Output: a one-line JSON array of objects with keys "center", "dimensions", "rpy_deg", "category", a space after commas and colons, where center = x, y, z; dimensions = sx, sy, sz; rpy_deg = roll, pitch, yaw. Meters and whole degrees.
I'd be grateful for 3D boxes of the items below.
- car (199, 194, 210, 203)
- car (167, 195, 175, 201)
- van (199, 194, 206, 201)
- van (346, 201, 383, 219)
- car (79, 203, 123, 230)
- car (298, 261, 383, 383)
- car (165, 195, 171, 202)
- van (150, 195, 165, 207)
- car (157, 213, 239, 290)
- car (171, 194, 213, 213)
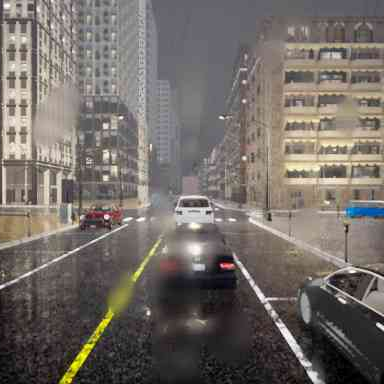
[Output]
[{"center": [2.643, 1.401, 70.255], "dimensions": [2.192, 1.841, 5.009], "rpy_deg": [0, 0, 0], "category": "car"}, {"center": [-5.753, 1.564, 92.451], "dimensions": [1.967, 1.590, 4.097], "rpy_deg": [0, 0, 0], "category": "car"}, {"center": [2.631, 1.455, 86.907], "dimensions": [1.690, 1.788, 3.998], "rpy_deg": [0, 0, 0], "category": "van"}, {"center": [16.909, 1.735, 31.869], "dimensions": [3.998, 1.788, 1.690], "rpy_deg": [1, -1, 0], "category": "van"}, {"center": [-5.705, 1.460, 21.121], "dimensions": [1.967, 1.590, 4.097], "rpy_deg": [0, 0, 0], "category": "car"}, {"center": [2.688, 1.554, 4.180], "dimensions": [2.008, 1.369, 4.403], "rpy_deg": [0, 0, 0], "category": "car"}, {"center": [-5.741, 1.620, 75.629], "dimensions": [1.752, 1.417, 4.829], "rpy_deg": [0, 0, 0], "category": "car"}, {"center": [-5.726, 1.401, 53.595], "dimensions": [1.690, 1.788, 3.998], "rpy_deg": [0, 0, 0], "category": "van"}, {"center": [0.097, 1.556, 9.205], "dimensions": [2.033, 1.411, 5.357], "rpy_deg": [0, 0, 0], "category": "car"}, {"center": [0.092, 1.243, 20.003], "dimensions": [2.150, 2.045, 5.566], "rpy_deg": [0, 0, 0], "category": "car"}]
